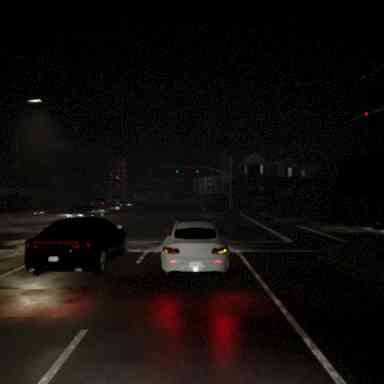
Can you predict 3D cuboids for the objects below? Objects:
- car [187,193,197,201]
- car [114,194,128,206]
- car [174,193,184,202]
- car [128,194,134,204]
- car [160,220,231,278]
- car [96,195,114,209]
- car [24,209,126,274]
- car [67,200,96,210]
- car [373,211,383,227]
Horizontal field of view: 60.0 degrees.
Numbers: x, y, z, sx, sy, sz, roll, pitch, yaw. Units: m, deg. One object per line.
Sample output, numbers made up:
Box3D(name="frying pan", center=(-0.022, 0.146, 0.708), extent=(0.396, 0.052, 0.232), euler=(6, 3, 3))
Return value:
Box3D(name="car", center=(0.009, 1.390, 85.292), extent=(2.150, 2.045, 5.566), euler=(0, -1, 0))
Box3D(name="car", center=(-14.013, 1.571, 61.982), extent=(2.150, 2.045, 5.566), euler=(0, 1, 0))
Box3D(name="car", center=(-3.491, 1.394, 84.990), extent=(2.150, 2.045, 5.566), euler=(0, 0, 0))
Box3D(name="car", center=(-13.992, 1.426, 72.719), extent=(2.150, 2.045, 5.566), euler=(0, 1, 0))
Box3D(name="car", center=(0.097, 1.562, 10.093), extent=(1.812, 1.442, 4.674), euler=(0, 0, 0))
Box3D(name="car", center=(-14.079, 1.769, 51.464), extent=(2.097, 1.767, 4.553), euler=(0, 0, 0))
Box3D(name="car", center=(-3.409, 1.518, 10.675), extent=(1.882, 1.535, 5.008), euler=(0, 0, 0))
Box3D(name="car", center=(-14.099, 1.964, 42.197), extent=(1.895, 1.301, 4.718), euler=(0, -1, 0))
Box3D(name="car", center=(14.251, 1.482, 21.484), extent=(4.553, 1.767, 2.097), euler=(0, -1, 0))
